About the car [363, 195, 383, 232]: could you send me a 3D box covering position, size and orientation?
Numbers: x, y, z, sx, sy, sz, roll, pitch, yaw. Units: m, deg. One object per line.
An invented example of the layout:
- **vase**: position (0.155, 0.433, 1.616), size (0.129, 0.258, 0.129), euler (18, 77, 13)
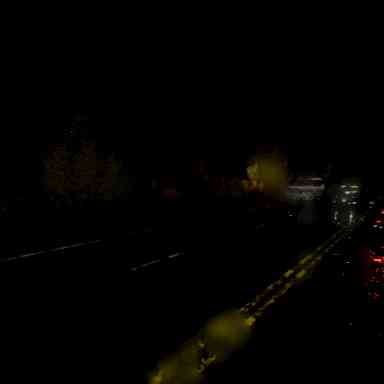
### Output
- **car**: position (8.720, 0.862, 14.232), size (1.837, 1.490, 4.892), euler (3, 4, 33)

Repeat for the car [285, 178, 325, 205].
- **car**: position (9.627, -0.142, 27.893), size (2.150, 2.045, 5.566), euler (3, 4, 33)

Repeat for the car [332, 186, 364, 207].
- **car**: position (12.358, 0.255, 26.151), size (2.128, 1.511, 4.902), euler (3, 4, 33)
